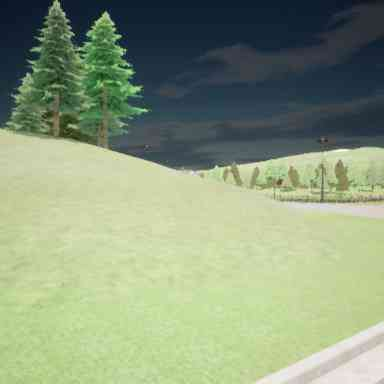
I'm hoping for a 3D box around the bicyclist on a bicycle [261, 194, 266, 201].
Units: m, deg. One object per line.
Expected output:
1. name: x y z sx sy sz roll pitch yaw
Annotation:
1. bicyclist on a bicycle: 16.029 1.272 74.212 1.656 1.620 0.582 0 0 -36
